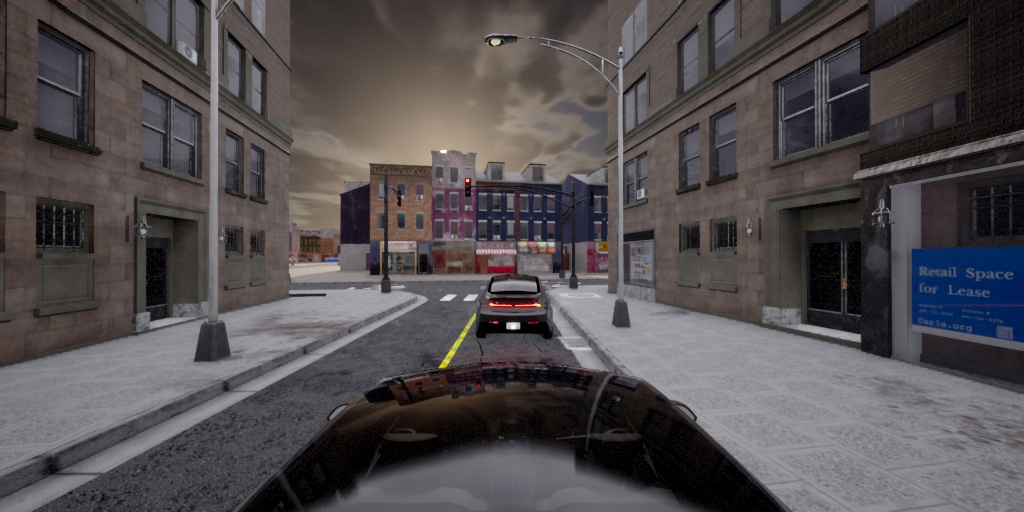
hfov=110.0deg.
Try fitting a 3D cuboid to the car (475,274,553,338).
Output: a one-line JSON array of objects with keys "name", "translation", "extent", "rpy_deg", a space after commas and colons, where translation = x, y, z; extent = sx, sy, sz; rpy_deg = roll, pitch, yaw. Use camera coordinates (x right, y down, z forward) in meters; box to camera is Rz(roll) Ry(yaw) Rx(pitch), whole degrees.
[{"name": "car", "translation": [0.097, 1.255, 10.137], "extent": [1.837, 1.490, 4.892], "rpy_deg": [0, 0, 2]}]
